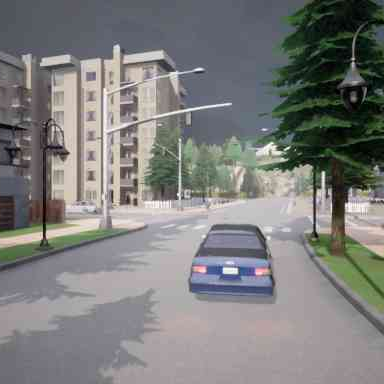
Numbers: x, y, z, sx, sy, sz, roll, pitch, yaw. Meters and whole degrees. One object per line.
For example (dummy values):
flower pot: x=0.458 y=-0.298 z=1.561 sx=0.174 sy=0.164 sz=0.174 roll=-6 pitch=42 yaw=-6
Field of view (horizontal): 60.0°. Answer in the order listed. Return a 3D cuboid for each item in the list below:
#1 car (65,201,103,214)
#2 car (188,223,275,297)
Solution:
car: x=-11.665 y=1.620 z=34.547 sx=4.718 sy=1.301 sz=1.895 roll=0 pitch=0 yaw=19
car: x=1.133 y=1.547 z=8.810 sx=2.033 sy=1.411 sz=5.357 roll=0 pitch=0 yaw=9
